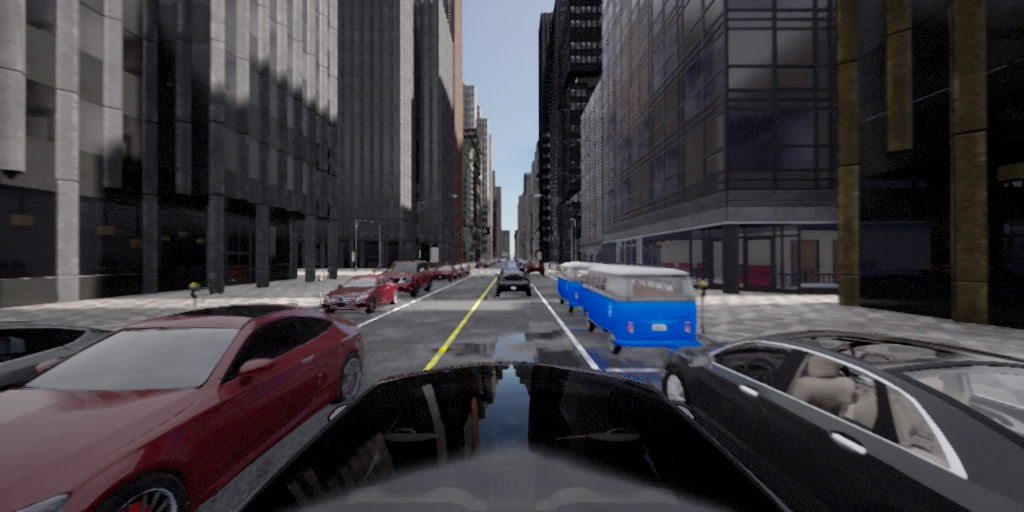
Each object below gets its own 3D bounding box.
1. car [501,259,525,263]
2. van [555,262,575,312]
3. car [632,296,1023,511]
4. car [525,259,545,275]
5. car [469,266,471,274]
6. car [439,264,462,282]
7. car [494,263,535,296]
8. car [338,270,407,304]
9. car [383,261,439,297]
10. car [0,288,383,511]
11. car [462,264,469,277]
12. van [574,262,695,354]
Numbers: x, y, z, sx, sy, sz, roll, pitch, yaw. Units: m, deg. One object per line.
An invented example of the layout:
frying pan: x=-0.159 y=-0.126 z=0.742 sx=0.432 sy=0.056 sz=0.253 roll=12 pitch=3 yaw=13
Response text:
car: x=0.072 y=1.420 z=38.133 sx=1.882 sy=1.535 sz=5.008 roll=0 pitch=-1 yaw=0
van: x=2.760 y=1.148 z=14.200 sx=1.690 sy=1.789 sz=3.998 roll=0 pitch=0 yaw=0
car: x=2.766 y=1.299 z=2.963 sx=2.007 sy=1.370 sz=4.403 roll=0 pitch=0 yaw=0
car: x=2.743 y=1.271 z=42.293 sx=2.192 sy=1.841 sz=5.009 roll=0 pitch=0 yaw=0
car: x=-5.782 y=1.563 z=42.269 sx=1.802 sy=1.307 sz=4.207 roll=0 pitch=0 yaw=0
car: x=-5.775 y=1.465 z=31.032 sx=1.888 sy=1.381 sz=4.507 roll=0 pitch=0 yaw=0
car: x=0.077 y=1.353 z=20.285 sx=1.837 sy=1.490 sz=4.892 roll=0 pitch=0 yaw=0
car: x=-5.765 y=1.413 z=14.177 sx=1.802 sy=1.307 sz=4.207 roll=0 pitch=0 yaw=0
car: x=-5.769 y=1.175 z=19.795 sx=2.192 sy=1.841 sz=5.009 roll=0 pitch=0 yaw=0
car: x=-3.097 y=1.294 z=3.645 sx=1.812 sy=1.442 sz=4.674 roll=0 pitch=0 yaw=0
car: x=-5.779 y=1.533 z=36.650 sx=1.802 sy=1.307 sz=4.207 roll=0 pitch=0 yaw=0
van: x=2.763 y=1.118 z=8.582 sx=1.690 sy=1.789 sz=3.998 roll=0 pitch=0 yaw=0
